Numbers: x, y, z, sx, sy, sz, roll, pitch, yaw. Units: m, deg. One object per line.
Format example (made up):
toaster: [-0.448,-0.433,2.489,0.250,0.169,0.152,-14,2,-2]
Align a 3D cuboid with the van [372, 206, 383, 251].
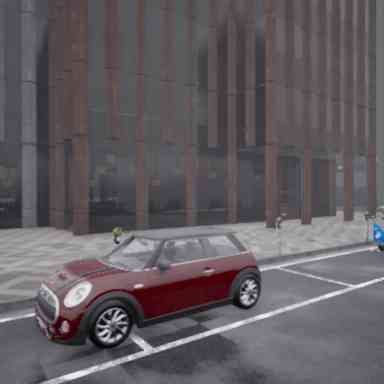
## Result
van: [8.525,1.344,12.733,3.998,1.788,1.690,0,0,-35]

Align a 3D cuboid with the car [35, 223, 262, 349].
car: [-0.652,1.441,6.186,4.097,1.590,1.967,0,0,-35]
